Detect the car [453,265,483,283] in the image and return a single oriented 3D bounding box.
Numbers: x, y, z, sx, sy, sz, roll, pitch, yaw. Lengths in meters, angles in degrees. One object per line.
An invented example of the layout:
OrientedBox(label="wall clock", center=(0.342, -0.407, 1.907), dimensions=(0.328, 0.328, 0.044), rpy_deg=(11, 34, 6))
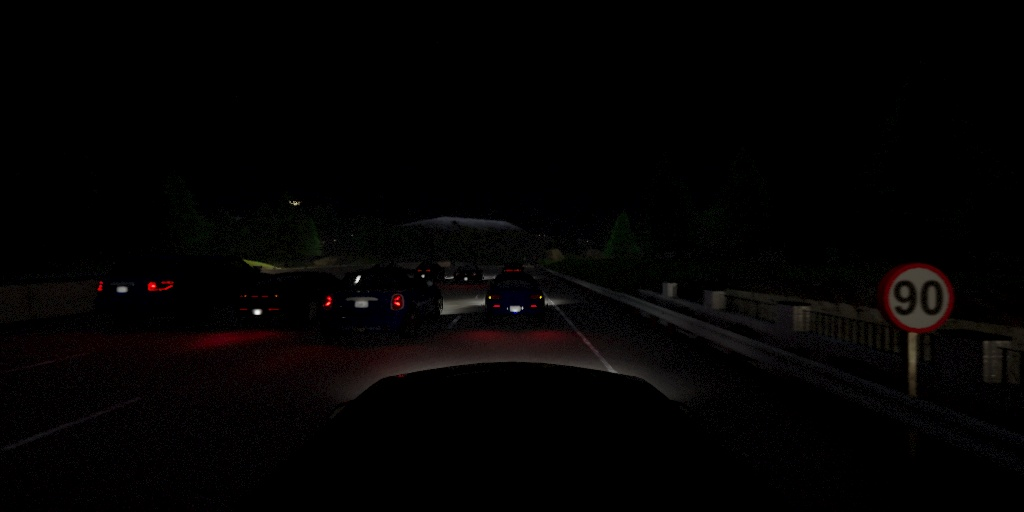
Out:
OrientedBox(label="car", center=(-3.405, 1.395, 28.723), dimensions=(1.895, 1.301, 4.718), rpy_deg=(0, 0, 0))

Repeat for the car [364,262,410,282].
OrientedBox(label="car", center=(-10.405, 1.289, 30.275), dimensions=(2.128, 1.511, 4.902), rpy_deg=(0, 0, 0))

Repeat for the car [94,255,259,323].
OrientedBox(label="car", center=(-10.401, 0.987, 12.248), dimensions=(2.150, 2.045, 5.566), rpy_deg=(0, 0, 0))

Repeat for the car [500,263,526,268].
OrientedBox(label="car", center=(0.094, 1.300, 30.344), dimensions=(1.837, 1.490, 4.892), rpy_deg=(0, 0, 0))

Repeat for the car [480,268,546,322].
OrientedBox(label="car", center=(0.085, 1.291, 12.180), dimensions=(1.812, 1.442, 4.674), rpy_deg=(0, 0, 0))

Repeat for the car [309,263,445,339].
OrientedBox(label="car", center=(-3.402, 1.114, 10.237), dimensions=(2.097, 1.767, 4.553), rpy_deg=(0, 0, 0))

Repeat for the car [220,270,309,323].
OrientedBox(label="car", center=(-6.902, 1.270, 12.143), dimensions=(1.837, 1.490, 4.892), rpy_deg=(0, 0, 0))

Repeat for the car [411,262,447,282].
OrientedBox(label="car", center=(-6.904, 1.302, 30.336), dimensions=(1.837, 1.490, 4.892), rpy_deg=(0, 0, 0))
